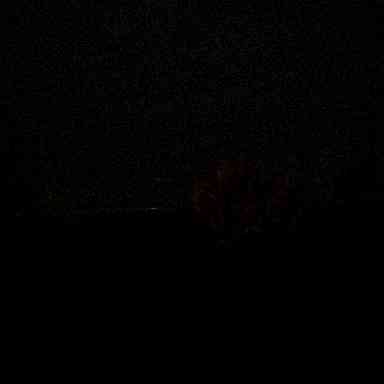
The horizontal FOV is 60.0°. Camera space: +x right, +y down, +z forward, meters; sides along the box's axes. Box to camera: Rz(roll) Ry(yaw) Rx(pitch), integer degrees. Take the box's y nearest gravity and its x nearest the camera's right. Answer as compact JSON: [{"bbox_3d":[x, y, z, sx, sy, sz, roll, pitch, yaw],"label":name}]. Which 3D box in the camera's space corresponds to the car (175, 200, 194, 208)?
[{"bbox_3d":[-0.804,2.068,60.002,2.033,1.411,5.357,-1,-1,36],"label":"car"}]

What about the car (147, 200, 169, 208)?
[{"bbox_3d":[-6.030,2.101,58.939,1.994,1.385,4.181,-1,-1,36],"label":"car"}]
